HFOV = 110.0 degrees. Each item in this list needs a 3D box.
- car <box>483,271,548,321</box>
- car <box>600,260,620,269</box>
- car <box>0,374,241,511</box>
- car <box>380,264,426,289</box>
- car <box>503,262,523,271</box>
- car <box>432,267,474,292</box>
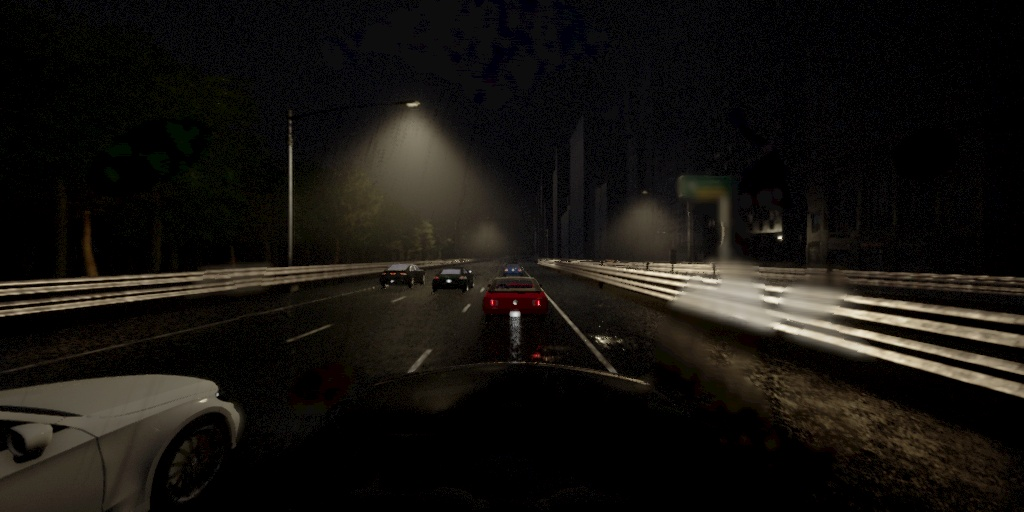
[{"bbox_3d":[0.097,1.355,12.369,1.895,1.301,4.718,0,0,0],"label":"car"},{"bbox_3d":[15.875,1.390,58.618,1.882,1.535,5.008,0,0,-18],"label":"car"},{"bbox_3d":[-3.401,1.275,1.318,1.812,1.442,4.674,0,0,0],"label":"car"},{"bbox_3d":[-6.904,1.251,23.108,2.128,1.511,4.902,0,0,0],"label":"car"},{"bbox_3d":[0.097,1.317,34.688,2.033,1.411,5.357,0,0,0],"label":"car"},{"bbox_3d":[-3.402,1.322,21.356,1.994,1.385,4.181,0,0,0],"label":"car"}]
